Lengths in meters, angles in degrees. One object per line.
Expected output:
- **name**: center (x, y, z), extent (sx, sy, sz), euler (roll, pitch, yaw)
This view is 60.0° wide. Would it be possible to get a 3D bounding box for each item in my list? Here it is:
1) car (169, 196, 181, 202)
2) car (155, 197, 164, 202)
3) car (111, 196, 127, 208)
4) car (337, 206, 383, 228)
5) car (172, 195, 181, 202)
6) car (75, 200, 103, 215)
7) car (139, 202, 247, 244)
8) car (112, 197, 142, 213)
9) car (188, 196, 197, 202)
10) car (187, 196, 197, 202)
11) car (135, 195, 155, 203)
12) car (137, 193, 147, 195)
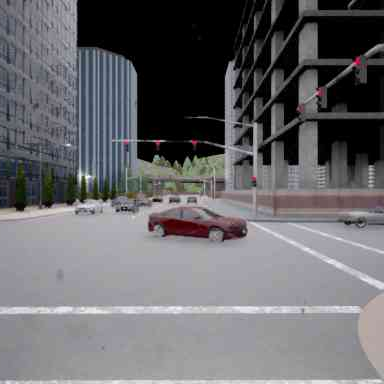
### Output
- **car**: center (-3.480, 1.505, 64.595), extent (1.837, 1.490, 4.892), euler (0, 0, 0)
- **car**: center (-6.978, 1.621, 68.573), extent (1.895, 1.301, 4.718), euler (0, 0, 0)
- **car**: center (-10.580, 1.351, 49.252), extent (2.097, 1.767, 4.553), euler (0, 0, 0)
- **car**: center (11.886, 1.545, 21.265), extent (4.718, 1.301, 1.895), euler (0, 0, 0)
- **car**: center (-3.477, 1.508, 73.669), extent (1.812, 1.442, 4.674), euler (0, 0, 0)
- **car**: center (-10.587, 1.526, 34.468), extent (1.812, 1.442, 4.674), euler (0, 0, 0)
- **car**: center (0.141, 1.446, 15.797), extent (5.008, 1.535, 1.882), euler (0, 1, 32)
- **car**: center (-7.088, 1.564, 36.785), extent (1.994, 1.385, 4.181), euler (0, 0, 0)
- **car**: center (0.023, 1.579, 73.698), extent (1.895, 1.301, 4.718), euler (0, 0, 0)
- **car**: center (0.020, 1.492, 64.593), extent (2.128, 1.511, 4.902), euler (0, 0, 0)
- **car**: center (-7.080, 1.562, 49.340), extent (1.994, 1.385, 4.181), euler (0, 0, 0)
- **car**: center (-10.478, 1.281, 68.574), extent (2.150, 2.045, 5.566), euler (0, 0, 0)
